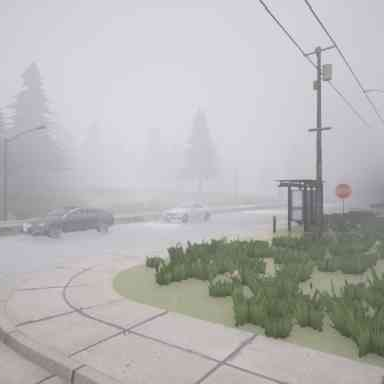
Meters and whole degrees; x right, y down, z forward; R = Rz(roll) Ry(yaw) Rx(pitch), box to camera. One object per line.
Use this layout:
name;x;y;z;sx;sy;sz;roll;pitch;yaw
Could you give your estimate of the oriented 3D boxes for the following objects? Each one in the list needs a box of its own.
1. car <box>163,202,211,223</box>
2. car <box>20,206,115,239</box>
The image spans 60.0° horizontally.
car;-0.248;1.526;25.783;1.812;1.442;4.674;0;0;36
car;-6.306;1.492;17.406;2.128;1.511;4.902;0;0;36
